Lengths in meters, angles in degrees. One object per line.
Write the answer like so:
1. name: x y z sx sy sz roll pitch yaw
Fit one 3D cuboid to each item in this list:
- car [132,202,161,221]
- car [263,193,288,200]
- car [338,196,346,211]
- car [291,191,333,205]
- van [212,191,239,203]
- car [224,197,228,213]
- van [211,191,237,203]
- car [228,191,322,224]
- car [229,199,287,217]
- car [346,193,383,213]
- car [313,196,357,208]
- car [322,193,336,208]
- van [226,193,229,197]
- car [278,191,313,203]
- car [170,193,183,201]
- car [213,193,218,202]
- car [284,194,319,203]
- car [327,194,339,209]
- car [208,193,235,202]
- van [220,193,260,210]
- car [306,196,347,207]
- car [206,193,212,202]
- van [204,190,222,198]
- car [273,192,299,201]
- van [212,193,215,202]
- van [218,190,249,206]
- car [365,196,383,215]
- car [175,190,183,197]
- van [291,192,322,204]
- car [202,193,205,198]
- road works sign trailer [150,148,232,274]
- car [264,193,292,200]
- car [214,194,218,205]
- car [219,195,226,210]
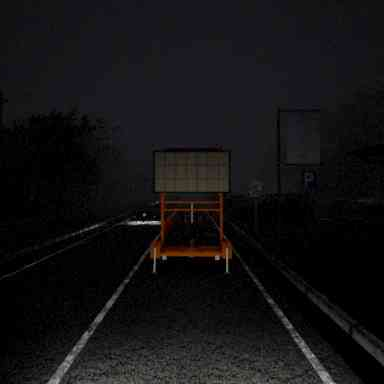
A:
1. car: -3.410 1.453 25.887 1.994 1.385 4.181 0 0 0
2. car: 18.580 0.906 74.157 4.892 1.521 2.231 0 1 0
3. car: 18.711 1.333 35.291 4.892 1.521 2.231 0 0 0
4. car: 18.685 0.939 51.949 5.566 2.045 2.435 0 1 0
5. van: 5.675 0.899 56.917 4.442 1.987 1.878 0 1 0
6. car: 5.486 1.374 26.074 5.366 1.575 1.946 0 0 0
7. van: 5.664 0.863 59.720 4.442 1.987 1.878 0 1 0
8. car: 5.653 1.140 23.270 5.566 2.045 2.435 0 0 0
9. car: 5.664 1.403 28.878 4.674 1.452 2.002 0 0 0
10. car: 18.699 1.095 32.515 5.566 2.045 2.435 0 0 0
11. car: 18.657 1.307 43.618 4.792 1.488 2.163 0 1 0
12. car: 18.881 1.294 40.847 5.366 1.575 1.946 0 0 0
13. van: 5.768 1.123 31.680 4.442 1.987 1.878 0 0 0
14. car: 18.654 0.832 60.275 5.566 2.045 2.435 0 1 0
15. car: -3.415 1.120 66.653 1.895 1.301 4.718 0 1 0
16. car: 5.597 1.296 45.704 4.674 1.452 2.002 0 1 0
17. car: 18.822 1.116 57.503 5.366 1.575 1.946 0 1 0
18. car: 18.702 1.315 38.069 5.008 1.535 2.097 0 0 0
19. car: 5.531 1.054 62.525 4.892 1.521 2.231 0 1 0
20. van: 5.736 1.075 40.092 4.442 1.987 1.878 0 0 0
21. car: 18.705 1.279 46.401 4.792 1.488 2.163 0 1 0
22. car: 5.540 0.910 54.112 5.566 2.045 2.435 0 1 0
23. van: 5.338 0.538 84.946 4.442 1.987 1.878 0 1 0
24. car: 18.636 0.886 65.829 4.553 1.767 2.185 0 1 0
25. van: 5.695 0.971 51.312 4.442 1.987 1.878 0 1 0
26. van: 5.514 1.094 37.290 4.442 1.987 1.878 0 0 0
27. car: 18.743 1.360 29.741 5.008 1.535 2.097 0 0 0
28. car: -3.460 0.385 90.623 2.150 2.045 5.566 0 1 0
29. van: 18.763 0.929 54.726 4.442 1.987 1.878 0 1 0
30. car: 5.478 0.693 70.931 5.566 2.045 2.435 0 1 0
31. road works sign trailer: 0.002 0.435 10.495 2.380 3.560 2.880 0 0 2
32. car: 18.399 0.937 71.380 5.366 1.575 1.946 0 1 0
33. car: 5.639 1.311 42.897 4.792 1.488 2.163 0 0 0
34. car: 5.635 1.335 34.485 5.008 1.535 2.097 0 0 0
